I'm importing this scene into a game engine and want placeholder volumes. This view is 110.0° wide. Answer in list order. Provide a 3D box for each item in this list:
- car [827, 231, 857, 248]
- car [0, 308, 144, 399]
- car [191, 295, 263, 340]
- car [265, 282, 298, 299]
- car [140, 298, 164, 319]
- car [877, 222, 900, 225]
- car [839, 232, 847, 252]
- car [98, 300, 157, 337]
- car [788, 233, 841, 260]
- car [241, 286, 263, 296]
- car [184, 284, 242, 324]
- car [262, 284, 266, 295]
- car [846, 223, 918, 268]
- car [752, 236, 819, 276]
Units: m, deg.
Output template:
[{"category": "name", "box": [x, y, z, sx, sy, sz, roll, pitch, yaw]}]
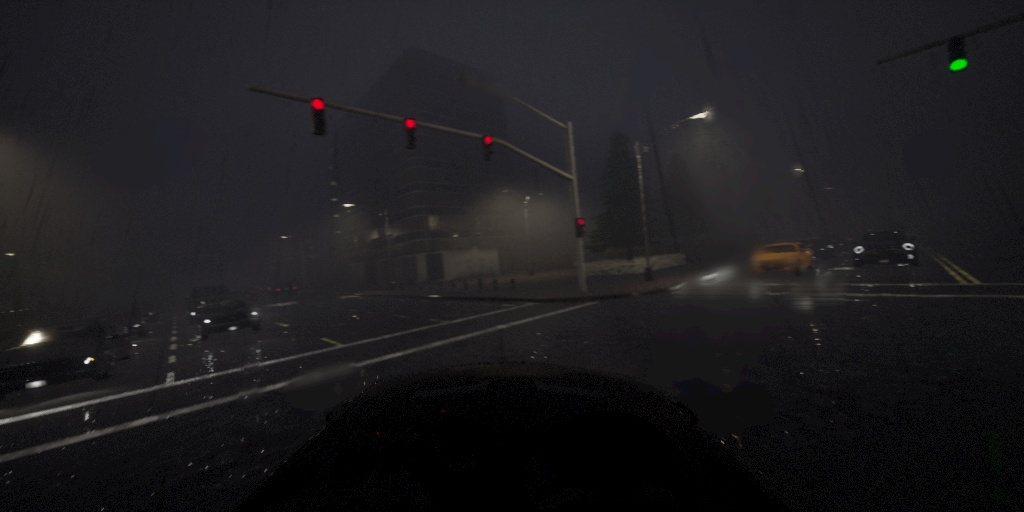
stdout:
[{"category": "car", "box": [35.086, -1.760, 38.069, 5.008, 1.535, 1.882, -5, -1, -43]}, {"category": "car", "box": [-11.518, 2.418, 9.364, 2.033, 1.411, 5.357, -5, -1, -41]}, {"category": "car", "box": [-12.026, 2.560, 15.117, 1.895, 1.301, 4.718, -5, -1, -43]}, {"category": "car", "box": [-25.893, 3.781, 40.500, 2.097, 1.767, 4.553, -5, -1, -43]}, {"category": "car", "box": [-25.430, 3.817, 24.409, 2.033, 1.411, 5.357, -5, -1, -43]}, {"category": "car", "box": [32.515, -1.831, 30.904, 5.566, 2.045, 2.150, -5, -1, -43]}, {"category": "car", "box": [27.467, -1.078, 30.971, 4.892, 1.490, 1.837, -5, -1, -43]}, {"category": "car", "box": [-18.322, 3.102, 16.755, 2.033, 1.411, 5.357, -5, -1, -43]}, {"category": "car", "box": [20.605, -0.503, 24.590, 4.902, 1.511, 2.128, -5, -1, -43]}, {"category": "car", "box": [-27.988, 4.080, 37.628, 1.882, 1.535, 5.008, -5, -1, -43]}, {"category": "car", "box": [-18.443, 2.824, 21.986, 2.150, 2.045, 5.566, -5, -1, -43]}, {"category": "car", "box": [-32.255, 4.419, 47.274, 2.097, 1.767, 4.553, -5, -1, -43]}, {"category": "car", "box": [18.245, -0.475, 17.605, 4.553, 1.767, 2.097, -5, -1, -43]}, {"category": "car", "box": [13.738, 0.072, 18.159, 5.008, 1.535, 1.882, -5, -1, -43]}]
